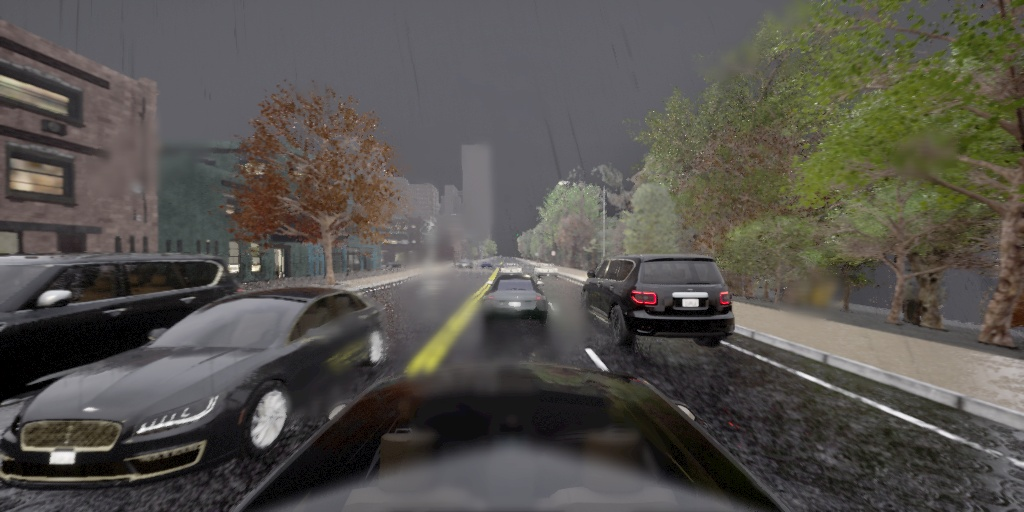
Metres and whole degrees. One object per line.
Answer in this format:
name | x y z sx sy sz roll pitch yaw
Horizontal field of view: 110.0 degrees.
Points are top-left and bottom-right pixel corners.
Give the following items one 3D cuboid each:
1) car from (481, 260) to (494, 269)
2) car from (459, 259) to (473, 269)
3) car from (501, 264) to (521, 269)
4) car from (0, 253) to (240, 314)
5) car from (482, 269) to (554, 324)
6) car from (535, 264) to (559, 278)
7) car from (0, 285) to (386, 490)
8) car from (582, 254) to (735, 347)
car | -3.835 1.346 55.801 1.895 1.301 4.718 0 0 -1
car | -7.083 1.239 55.511 2.128 1.511 4.902 0 0 -1
car | -0.107 1.347 33.371 1.895 1.301 4.718 0 0 -1
car | -6.600 0.971 5.136 2.150 2.045 5.566 0 0 0
car | 0.102 1.312 11.978 1.994 1.385 4.181 0 0 0
car | 3.145 1.346 33.340 1.895 1.301 4.718 0 0 -1
car | -3.351 1.254 5.102 1.837 1.490 4.892 0 0 0
car | 3.350 0.970 9.414 2.150 2.045 5.566 0 0 0
